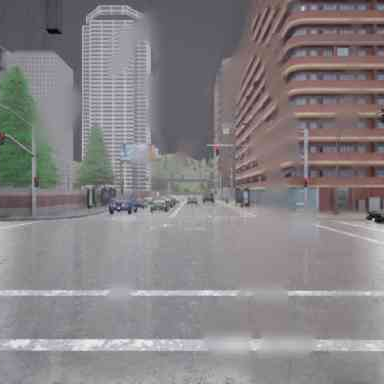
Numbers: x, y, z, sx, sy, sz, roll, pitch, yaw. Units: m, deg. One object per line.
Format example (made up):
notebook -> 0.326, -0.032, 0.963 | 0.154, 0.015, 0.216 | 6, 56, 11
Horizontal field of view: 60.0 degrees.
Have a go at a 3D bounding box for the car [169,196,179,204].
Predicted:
car -> -3.615, 1.526, 67.010 | 1.812, 1.442, 4.674 | 0, 0, 0

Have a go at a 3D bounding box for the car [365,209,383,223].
car -> 15.000, 1.492, 23.239 | 5.357, 1.411, 2.033 | 0, 0, -12

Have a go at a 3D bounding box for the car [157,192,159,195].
car -> -7.134, 1.352, 64.775 | 2.097, 1.767, 4.553 | 0, 0, 0

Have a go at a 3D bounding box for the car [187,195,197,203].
car -> 0.003, 1.477, 69.905 | 1.882, 1.535, 5.008 | 0, 0, 0

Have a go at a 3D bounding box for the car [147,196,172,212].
car -> -3.651, 1.526, 38.247 | 1.812, 1.442, 4.674 | 0, 0, 0

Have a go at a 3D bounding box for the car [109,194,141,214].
car -> -7.150, 1.222, 35.187 | 2.150, 2.045, 5.566 | 0, 0, 0

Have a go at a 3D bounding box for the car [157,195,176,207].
car -> -3.658, 1.526, 47.343 | 1.812, 1.442, 4.674 | 0, 0, 0

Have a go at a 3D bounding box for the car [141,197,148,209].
car -> -7.163, 1.547, 45.437 | 2.033, 1.411, 5.357 | 0, 0, 0

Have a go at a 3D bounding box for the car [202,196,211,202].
car -> 3.391, 1.576, 78.236 | 1.895, 1.301, 4.718 | 0, 0, 0

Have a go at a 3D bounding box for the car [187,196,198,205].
car -> 0.022, 1.547, 59.639 | 2.033, 1.411, 5.357 | 0, 0, -1

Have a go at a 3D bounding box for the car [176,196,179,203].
car -> -3.663, 1.547, 57.054 | 2.033, 1.411, 5.357 | 0, 0, 0

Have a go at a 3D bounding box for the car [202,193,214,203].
car -> 3.405, 1.221, 68.668 | 2.150, 2.045, 5.566 | 0, 0, 0
